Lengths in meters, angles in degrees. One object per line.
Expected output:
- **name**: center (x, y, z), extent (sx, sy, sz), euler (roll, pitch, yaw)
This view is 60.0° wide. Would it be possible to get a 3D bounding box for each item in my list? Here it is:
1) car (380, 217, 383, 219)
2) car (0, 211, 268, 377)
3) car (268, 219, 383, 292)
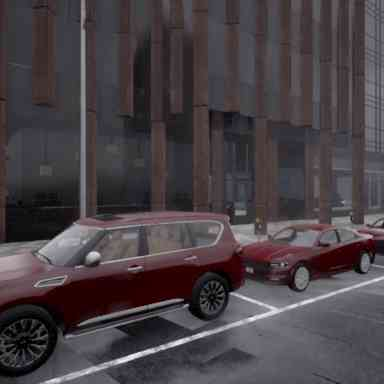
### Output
- **car**: center (7.579, 1.542, 12.097), extent (4.507, 1.381, 1.887), euler (0, 0, -36)
- **car**: center (-1.290, 1.314, 5.735), extent (5.009, 1.841, 2.192), euler (0, 0, -36)
- **car**: center (3.144, 1.542, 8.916), extent (4.507, 1.381, 1.887), euler (0, 0, -36)
